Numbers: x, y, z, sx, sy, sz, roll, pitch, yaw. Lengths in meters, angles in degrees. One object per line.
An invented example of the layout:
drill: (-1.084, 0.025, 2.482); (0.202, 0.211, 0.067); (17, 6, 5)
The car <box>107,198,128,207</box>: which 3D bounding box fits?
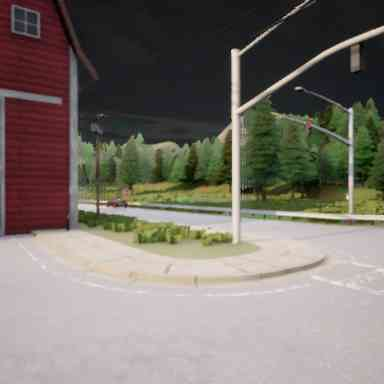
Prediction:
car: (-10.882, 1.593, 48.349); (1.812, 1.442, 4.674); (0, 0, -34)
